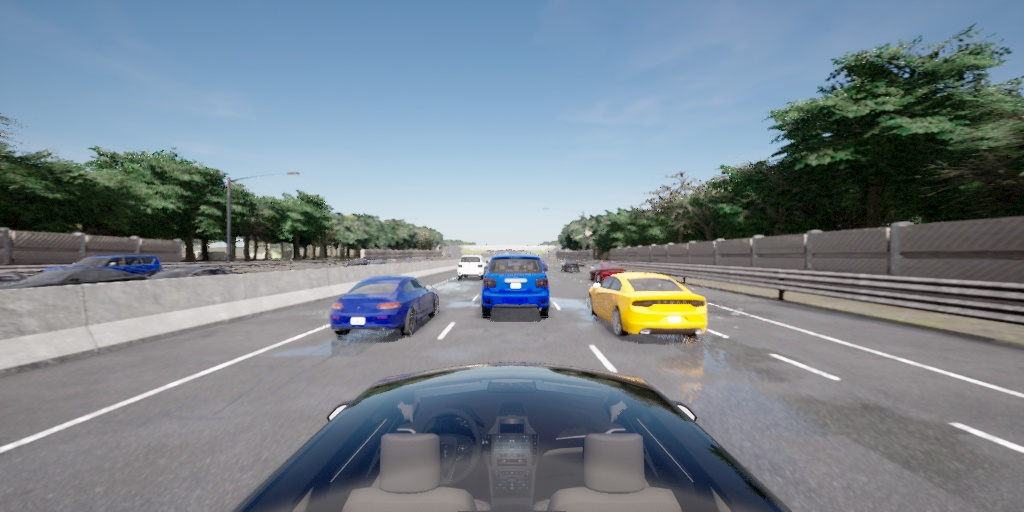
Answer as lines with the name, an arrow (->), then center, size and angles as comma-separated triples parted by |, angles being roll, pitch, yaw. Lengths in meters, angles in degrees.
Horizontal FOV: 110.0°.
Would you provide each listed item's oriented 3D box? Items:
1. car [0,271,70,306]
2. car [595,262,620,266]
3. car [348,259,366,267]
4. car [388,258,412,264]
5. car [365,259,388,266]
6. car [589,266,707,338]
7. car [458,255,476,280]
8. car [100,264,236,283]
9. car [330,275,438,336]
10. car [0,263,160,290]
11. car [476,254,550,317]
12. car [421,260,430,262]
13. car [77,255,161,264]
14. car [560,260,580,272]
car -> -21.079, 1.335, 13.965 | 1.895, 1.301, 4.718 | 0, 0, 0
car -> 7.099, 1.208, 26.878 | 1.882, 1.535, 5.008 | 0, 0, 1
car -> -24.217, 1.242, 56.856 | 1.837, 1.490, 4.892 | 0, 0, 1
car -> -17.231, 1.091, 56.323 | 2.097, 1.767, 4.553 | 0, 0, 1
car -> -20.729, 1.265, 56.274 | 1.812, 1.442, 4.674 | 0, 0, 1
car -> 3.511, 1.217, 10.213 | 1.882, 1.535, 5.008 | 0, 0, 0
car -> -3.305, 0.953, 30.985 | 2.150, 2.045, 5.566 | 0, 0, 0
car -> -14.073, 1.238, 15.586 | 1.837, 1.490, 4.892 | 0, 0, 0
car -> -3.389, 1.264, 10.204 | 1.812, 1.442, 4.674 | 0, 0, 0
car -> -17.577, 1.211, 14.325 | 1.882, 1.535, 5.008 | 0, 0, 0
car -> 0.117, 0.957, 13.151 | 2.150, 2.045, 5.566 | 0, 0, 0
car -> -13.715, 1.287, 57.076 | 2.033, 1.411, 5.357 | 0, 0, 1
car -> -24.442, 0.951, 21.763 | 2.150, 2.045, 5.566 | 0, 0, -1
car -> 7.296, 1.244, 45.249 | 1.837, 1.490, 4.892 | 0, 0, 1
